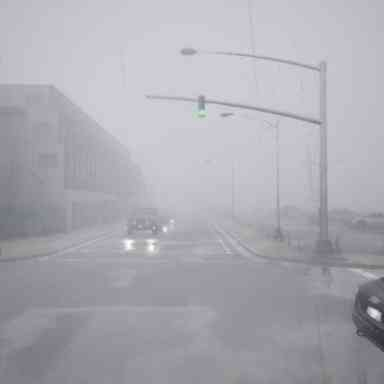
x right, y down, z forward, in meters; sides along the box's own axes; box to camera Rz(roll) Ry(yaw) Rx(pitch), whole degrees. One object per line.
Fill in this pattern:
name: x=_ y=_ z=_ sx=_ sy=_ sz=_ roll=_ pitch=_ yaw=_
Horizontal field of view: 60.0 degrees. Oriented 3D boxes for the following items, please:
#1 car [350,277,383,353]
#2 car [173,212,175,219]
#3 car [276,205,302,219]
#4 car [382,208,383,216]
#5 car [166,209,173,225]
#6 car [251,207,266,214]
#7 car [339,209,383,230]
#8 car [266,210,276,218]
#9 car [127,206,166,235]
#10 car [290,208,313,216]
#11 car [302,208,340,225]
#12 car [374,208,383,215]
car: x=4.544 y=1.650 z=4.644 sx=4.181 sy=1.385 sz=1.994 roll=0 pitch=-2 yaw=0
car: x=-3.502 y=3.232 z=48.776 sx=1.812 sy=1.442 sz=4.674 roll=0 pitch=-1 yaw=0
car: x=14.225 y=2.825 z=46.367 sx=3.866 sy=1.878 sz=1.905 roll=0 pitch=-2 yaw=0
car: x=40.054 y=3.865 z=64.677 sx=5.027 sy=1.636 sz=2.152 roll=0 pitch=-2 yaw=0
car: x=-3.546 y=2.782 z=37.046 sx=1.882 sy=1.535 sz=5.008 roll=0 pitch=-2 yaw=0
car: x=13.971 y=3.854 z=67.834 sx=3.633 sy=1.501 sz=1.845 roll=0 pitch=-2 yaw=0
car: x=14.528 y=2.326 z=27.160 sx=3.806 sy=1.475 sz=1.970 roll=0 pitch=-2 yaw=0
car: x=13.816 y=2.943 z=49.270 sx=4.605 sy=1.855 sz=1.932 roll=0 pitch=-2 yaw=0
car: x=-3.561 y=2.144 z=25.862 sx=2.150 sy=2.045 sz=5.566 roll=0 pitch=-2 yaw=0
car: x=21.388 y=3.809 z=64.845 sx=3.806 sy=1.475 sz=1.970 roll=0 pitch=-2 yaw=0
car: x=14.211 y=2.465 z=33.577 sx=5.027 sy=1.636 sz=2.152 roll=0 pitch=-2 yaw=0
car: x=40.004 y=3.981 z=67.812 sx=4.514 sy=1.523 sz=2.007 roll=0 pitch=-2 yaw=0
